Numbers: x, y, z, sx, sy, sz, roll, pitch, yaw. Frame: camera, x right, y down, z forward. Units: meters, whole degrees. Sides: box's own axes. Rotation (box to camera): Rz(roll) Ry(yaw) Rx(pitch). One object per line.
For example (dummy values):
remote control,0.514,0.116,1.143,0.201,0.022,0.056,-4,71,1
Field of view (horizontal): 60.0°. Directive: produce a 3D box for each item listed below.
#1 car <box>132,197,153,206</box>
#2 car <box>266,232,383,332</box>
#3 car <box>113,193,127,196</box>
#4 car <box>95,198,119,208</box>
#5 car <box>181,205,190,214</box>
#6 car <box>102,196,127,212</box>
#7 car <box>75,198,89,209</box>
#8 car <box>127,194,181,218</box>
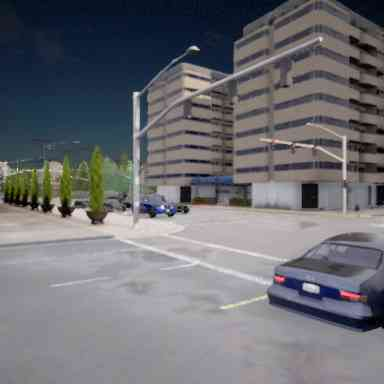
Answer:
car,-8.419,1.600,56.233,1.994,1.385,4.181,0,0,-34
car,3.769,1.557,6.847,5.357,1.411,2.033,0,0,-41
car,-14.124,1.257,64.371,2.150,2.045,5.566,0,0,-35
car,-12.804,1.627,49.969,1.895,1.301,4.718,0,0,-35
car,-2.164,1.626,34.704,1.895,1.301,4.718,0,0,-35
car,-9.222,1.526,38.701,1.837,1.490,4.892,0,0,-35
car,-15.085,1.568,47.113,2.033,1.411,5.357,0,0,-35
car,-3.626,1.242,30.685,2.150,2.045,5.566,0,0,-35
